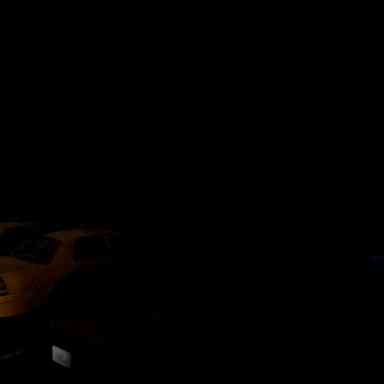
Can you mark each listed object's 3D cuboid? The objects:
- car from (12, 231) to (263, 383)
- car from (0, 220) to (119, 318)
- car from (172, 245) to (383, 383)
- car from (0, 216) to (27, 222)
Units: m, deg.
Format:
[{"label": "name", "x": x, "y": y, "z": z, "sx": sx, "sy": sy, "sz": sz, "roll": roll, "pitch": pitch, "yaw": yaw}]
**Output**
[{"label": "car", "x": -0.128, "y": 1.513, "z": 5.816, "sx": 2.163, "sy": 1.488, "sz": 4.792, "roll": 0, "pitch": 0, "yaw": 36}, {"label": "car", "x": -2.165, "y": 1.469, "z": 7.534, "sx": 1.946, "sy": 1.575, "sz": 5.366, "roll": 1, "pitch": 0, "yaw": 36}, {"label": "car", "x": 2.158, "y": 1.482, "z": 4.215, "sx": 2.097, "sy": 1.535, "sz": 5.008, "roll": 0, "pitch": 0, "yaw": 36}, {"label": "car", "x": -4.440, "y": 1.448, "z": 9.158, "sx": 1.946, "sy": 1.575, "sz": 5.366, "roll": 1, "pitch": 0, "yaw": 36}]
